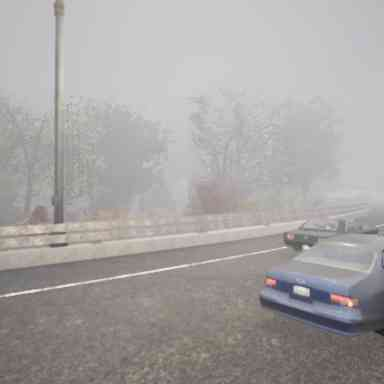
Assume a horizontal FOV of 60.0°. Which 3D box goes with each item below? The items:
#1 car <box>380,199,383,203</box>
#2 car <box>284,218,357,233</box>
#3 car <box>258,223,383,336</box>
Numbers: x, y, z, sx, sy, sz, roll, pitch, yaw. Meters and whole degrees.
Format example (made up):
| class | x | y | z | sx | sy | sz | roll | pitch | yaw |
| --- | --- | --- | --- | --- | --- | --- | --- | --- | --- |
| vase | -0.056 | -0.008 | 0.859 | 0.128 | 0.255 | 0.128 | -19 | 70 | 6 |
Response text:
| class | x | y | z | sx | sy | sz | roll | pitch | yaw |
| --- | --- | --- | --- | --- | --- | --- | --- | --- | --- |
| car | 46.876 | 1.967 | 79.620 | 1.895 | 1.301 | 4.718 | 0 | 0 | 5 |
| car | 5.671 | 1.665 | 13.155 | 4.718 | 1.301 | 1.895 | 0 | 0 | -42 |
| car | 3.626 | 1.580 | 6.730 | 5.357 | 1.411 | 2.033 | 0 | 0 | -40 |
